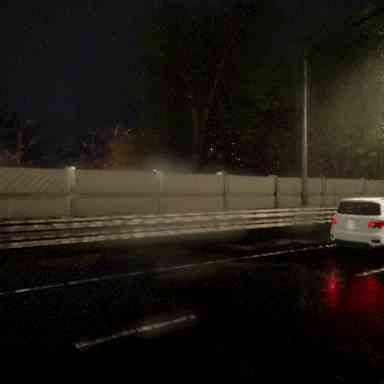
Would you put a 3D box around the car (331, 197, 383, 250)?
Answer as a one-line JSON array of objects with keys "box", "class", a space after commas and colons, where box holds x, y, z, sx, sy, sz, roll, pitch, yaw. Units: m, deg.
[{"box": [7.851, 1.226, 13.044, 5.566, 2.045, 2.150, 0, 0, -32], "class": "car"}]
